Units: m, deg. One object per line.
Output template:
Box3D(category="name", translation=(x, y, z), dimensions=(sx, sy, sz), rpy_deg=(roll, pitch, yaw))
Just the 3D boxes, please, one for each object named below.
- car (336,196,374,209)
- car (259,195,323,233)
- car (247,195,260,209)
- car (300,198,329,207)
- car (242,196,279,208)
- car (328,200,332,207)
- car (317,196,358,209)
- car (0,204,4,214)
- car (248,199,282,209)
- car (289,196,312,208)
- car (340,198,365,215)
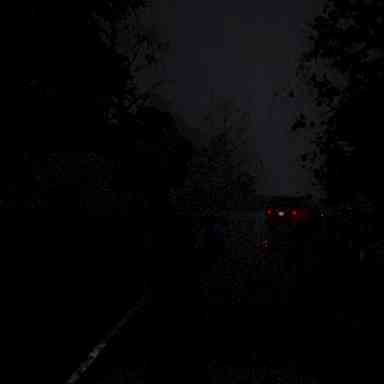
Box3D(category="car", translation=(23.851, 1.642, 48.043), dimensions=(4.553, 1.767, 2.185), rpy_deg=(0, -1, -2))
Box3D(category="car", translation=(6.274, 1.287, 20.386), dimensions=(2.150, 2.045, 5.566), rpy_deg=(0, 0, 32))
Box3D(category="car", translation=(11.562, 1.542, 49.696), dimensions=(5.566, 2.045, 2.435), rpy_deg=(0, -1, -2))
Box3D(category="car", translation=(23.244, 2.017, 63.208), dimensions=(4.553, 1.767, 2.185), rpy_deg=(0, -2, -2))
Box3D(category="car", translation=(11.331, 1.659, 55.153), dimensions=(5.566, 2.045, 2.435), rpy_deg=(0, -1, -2))
Box3D(category="car", translation=(23.749, 1.830, 51.074), dimensions=(5.008, 1.535, 2.097), rpy_deg=(0, -1, -2))
Box3D(category="car", translation=(23.602, 1.639, 53.993), dimensions=(5.566, 2.045, 2.435), rpy_deg=(0, -1, -2))
Box3D(category="car", translation=(-22.712, 1.602, 36.534), dimensions=(5.008, 1.535, 1.882), rpy_deg=(0, 0, 23))
Box3D(category="car", translation=(11.426, 1.849, 52.356), dimensions=(4.892, 1.521, 2.231), rpy_deg=(0, -1, -2))
Box3D(category="car", translation=(19.522, 1.789, 60.092), dimensions=(2.150, 2.045, 5.566), rpy_deg=(0, -2, -2))
Box3D(category="car", translation=(17.514, 1.704, 36.641), dimensions=(1.994, 1.385, 4.181), rpy_deg=(0, 0, 30))
